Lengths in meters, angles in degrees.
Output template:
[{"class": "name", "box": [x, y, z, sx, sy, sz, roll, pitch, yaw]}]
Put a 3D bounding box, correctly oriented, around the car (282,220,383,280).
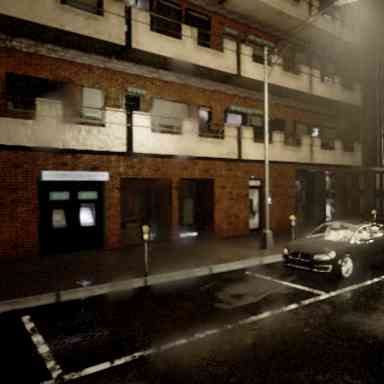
[{"class": "car", "box": [4.512, 1.536, 9.794, 4.403, 1.369, 2.008, 0, -1, -36]}]
